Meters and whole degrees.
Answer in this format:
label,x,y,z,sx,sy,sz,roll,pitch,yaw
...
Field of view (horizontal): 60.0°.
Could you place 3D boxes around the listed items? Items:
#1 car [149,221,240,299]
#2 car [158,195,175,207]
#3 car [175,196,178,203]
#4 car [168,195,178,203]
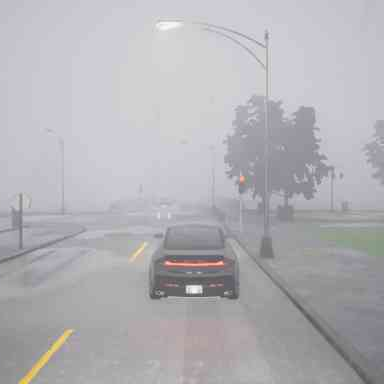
label,x,y,z,sx,sy,sz,roll,pitch,yaw
car,0.056,1.505,8.411,1.837,1.490,4.892,0,0,0
car,-4.120,1.504,50.844,1.837,1.490,4.892,0,0,0
car,-4.100,1.600,60.237,1.895,1.301,4.718,0,0,0
car,-4.035,1.500,70.451,1.837,1.490,4.892,0,0,0
